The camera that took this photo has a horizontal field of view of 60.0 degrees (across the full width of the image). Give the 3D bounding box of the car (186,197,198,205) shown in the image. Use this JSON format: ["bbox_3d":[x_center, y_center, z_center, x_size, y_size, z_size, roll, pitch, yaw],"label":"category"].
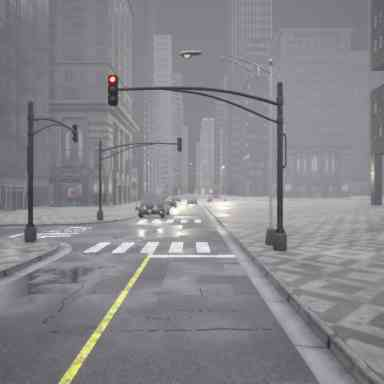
[{"bbox_3d":[0.026,1.559,57.639,2.033,1.411,5.357,0,0,0],"label":"car"}]

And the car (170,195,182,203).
[{"bbox_3d":[-2.972,1.327,62.811,1.895,1.301,4.718,0,0,0],"label":"car"}]

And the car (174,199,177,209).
[{"bbox_3d":[-3.075,1.605,46.620,1.895,1.301,4.718,0,0,0],"label":"car"}]

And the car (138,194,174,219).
[{"bbox_3d":[-3.270,1.221,29.843,2.150,2.045,5.566,0,0,4],"label":"car"}]
